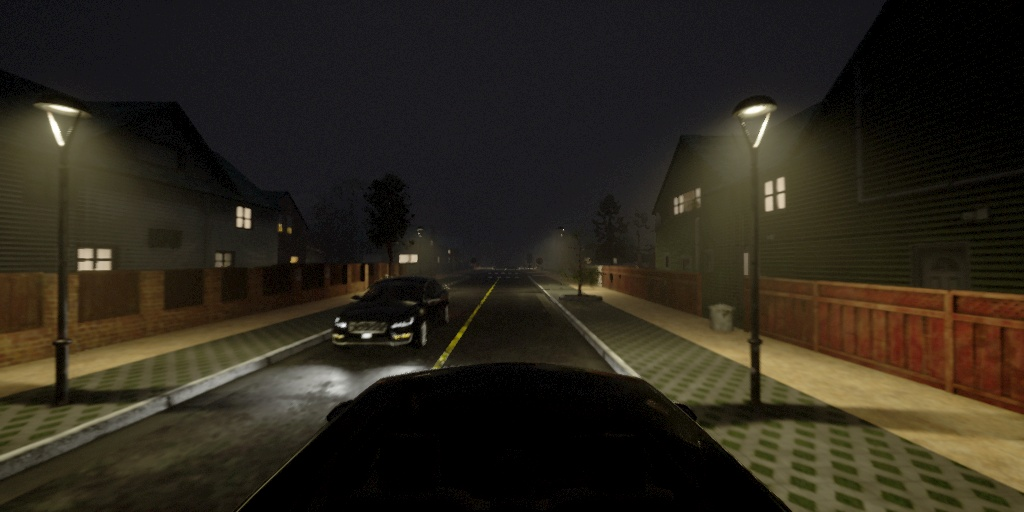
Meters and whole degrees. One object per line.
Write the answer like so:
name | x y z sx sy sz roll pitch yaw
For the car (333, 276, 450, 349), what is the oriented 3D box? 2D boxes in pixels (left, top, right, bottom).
car | -2.855 1.331 9.474 1.837 1.490 4.892 0 -1 0
